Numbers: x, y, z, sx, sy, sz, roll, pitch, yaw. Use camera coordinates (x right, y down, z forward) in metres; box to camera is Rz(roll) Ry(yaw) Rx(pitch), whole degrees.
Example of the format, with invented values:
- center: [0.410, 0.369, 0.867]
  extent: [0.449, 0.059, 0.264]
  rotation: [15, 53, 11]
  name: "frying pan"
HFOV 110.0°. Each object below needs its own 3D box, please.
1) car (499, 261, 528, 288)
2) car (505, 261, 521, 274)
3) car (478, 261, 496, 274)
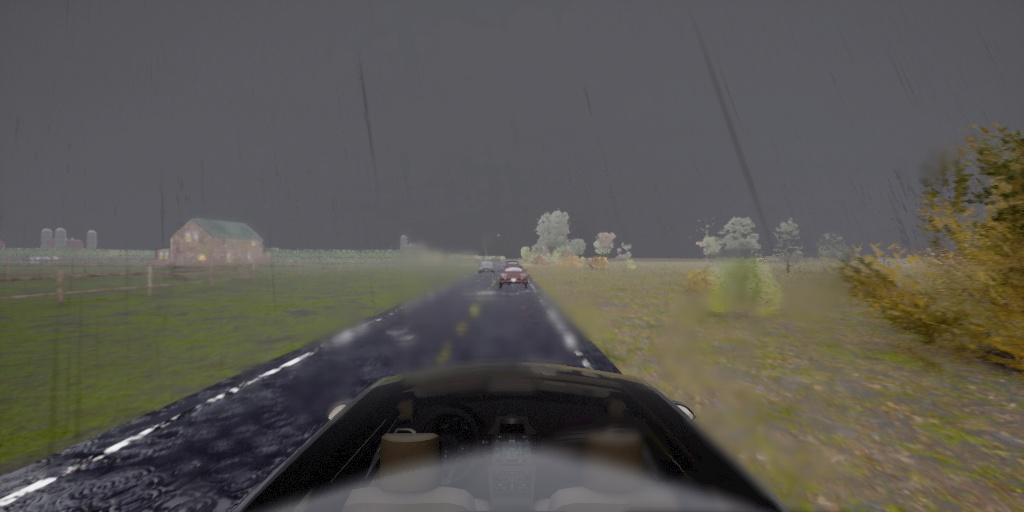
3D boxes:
- center: [0.101, 1.301, 24.151]
  extent: [1.812, 1.442, 4.674]
  rotation: [0, 0, 0]
  name: "car"
- center: [0.102, 1.332, 42.615]
  extent: [1.837, 1.490, 4.892]
  rotation: [0, 0, 0]
  name: "car"
- center: [-2.833, 1.330, 41.666]
  extent: [1.837, 1.490, 4.892]
  rotation: [0, 0, 0]
  name: "car"
